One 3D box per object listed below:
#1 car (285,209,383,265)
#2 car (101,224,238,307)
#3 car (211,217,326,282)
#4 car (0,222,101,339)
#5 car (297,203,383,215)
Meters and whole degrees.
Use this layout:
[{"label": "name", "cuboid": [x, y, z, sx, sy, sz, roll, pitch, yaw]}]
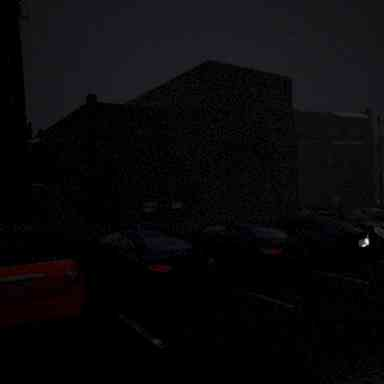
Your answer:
[{"label": "car", "cuboid": [3.591, 1.523, 11.599, 2.163, 1.488, 4.792, 0, 0, -35]}, {"label": "car", "cuboid": [-1.278, 1.525, 8.089, 2.002, 1.452, 4.674, 0, 0, -35]}, {"label": "car", "cuboid": [1.216, 1.529, 9.866, 2.002, 1.452, 4.674, 0, 0, -35]}, {"label": "car", "cuboid": [-3.654, 1.355, 6.360, 2.185, 1.767, 4.553, 0, 0, -35]}, {"label": "car", "cuboid": [5.982, 1.372, 13.306, 2.185, 1.767, 4.553, 0, 0, -35]}]
